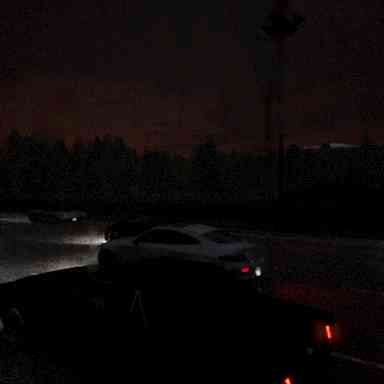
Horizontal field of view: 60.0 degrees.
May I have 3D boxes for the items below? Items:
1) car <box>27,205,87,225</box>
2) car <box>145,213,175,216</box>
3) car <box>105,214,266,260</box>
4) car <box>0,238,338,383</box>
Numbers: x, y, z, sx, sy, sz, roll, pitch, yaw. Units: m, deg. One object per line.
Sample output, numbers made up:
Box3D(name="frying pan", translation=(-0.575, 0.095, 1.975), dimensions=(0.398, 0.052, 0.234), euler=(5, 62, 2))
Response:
Box3D(name="car", translation=(-9.776, 1.574, 23.856), dimensions=(4.718, 1.301, 1.895), euler=(0, 0, 35))
Box3D(name="car", translation=(-1.685, 1.552, 13.789), dimensions=(4.181, 1.385, 1.994), euler=(0, 0, 35))
Box3D(name="car", translation=(-0.431, 1.520, 8.597), dimensions=(4.674, 1.442, 1.812), euler=(0, 0, 35))
Box3D(name="car", translation=(-0.728, 1.597, 4.512), dimensions=(4.718, 1.301, 1.895), euler=(0, 0, 35))
